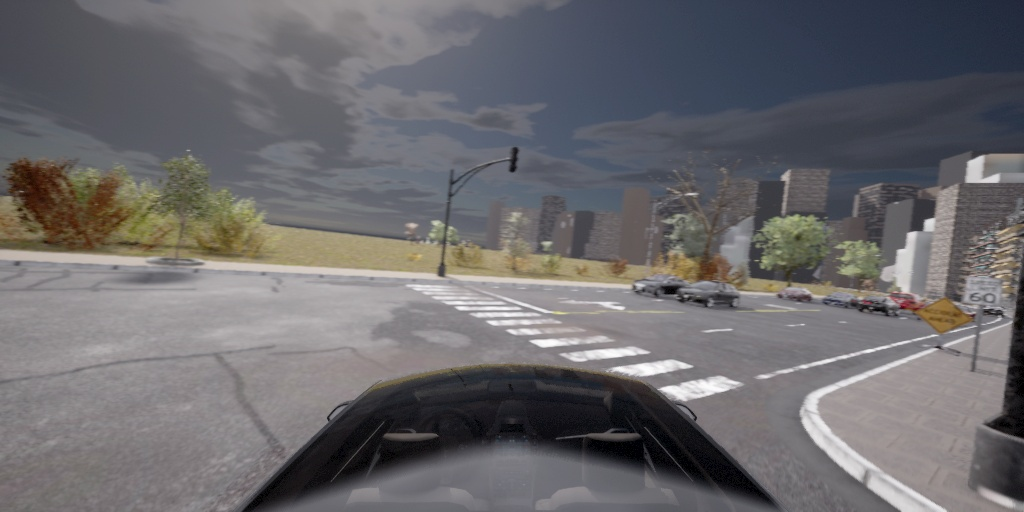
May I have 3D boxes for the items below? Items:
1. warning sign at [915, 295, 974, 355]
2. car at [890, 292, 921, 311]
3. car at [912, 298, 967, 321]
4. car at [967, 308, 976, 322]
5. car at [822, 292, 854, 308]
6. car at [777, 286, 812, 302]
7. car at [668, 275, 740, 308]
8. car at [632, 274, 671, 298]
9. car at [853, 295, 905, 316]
[{"bbox_3d":[14.898,2.357,12.509,1.060,1.860,1.300,0,0,-33],"label":"warning sign"},{"bbox_3d":[40.041,4.787,36.413,5.566,2.045,2.150,5,1,-33],"label":"car"},{"bbox_3d":[33.963,4.518,28.454,5.008,1.535,1.882,6,1,-33],"label":"car"},{"bbox_3d":[42.903,5.513,34.445,4.718,1.301,1.895,6,1,-33],"label":"car"},{"bbox_3d":[32.750,4.336,35.515,5.357,1.411,2.033,6,1,-33],"label":"car"},{"bbox_3d":[29.467,3.927,37.244,4.674,1.442,1.812,6,1,-33],"label":"car"},{"bbox_3d":[12.006,2.269,21.848,4.892,1.490,1.837,5,1,-33],"label":"car"},{"bbox_3d":[10.329,2.025,24.625,4.902,1.511,2.128,6,1,-33],"label":"car"},{"bbox_3d":[31.435,4.233,30.672,4.892,1.490,1.837,6,1,-33],"label":"car"}]
